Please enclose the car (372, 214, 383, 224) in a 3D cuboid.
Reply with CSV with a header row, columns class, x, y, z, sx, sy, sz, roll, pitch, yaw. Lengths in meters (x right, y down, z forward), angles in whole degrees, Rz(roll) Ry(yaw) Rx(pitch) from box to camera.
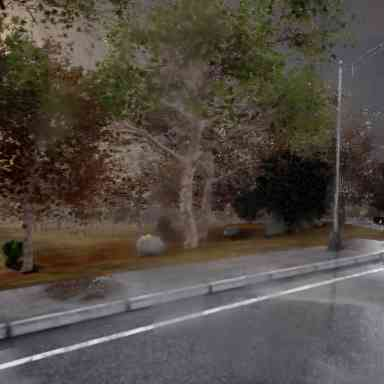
class,x,y,z,sx,sy,sz,roll,pitch,yaw
car,23.430,3.287,40.081,4.718,1.301,1.895,4,-3,-44
